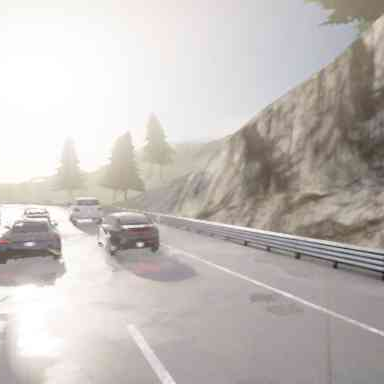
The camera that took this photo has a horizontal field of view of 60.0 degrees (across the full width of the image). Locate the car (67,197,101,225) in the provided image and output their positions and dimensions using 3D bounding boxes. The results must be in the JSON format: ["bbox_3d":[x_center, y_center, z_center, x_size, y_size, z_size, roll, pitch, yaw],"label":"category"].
[{"bbox_3d":[-8.581,1.450,26.530,2.150,2.045,5.566,-1,0,-25],"label":"car"}]

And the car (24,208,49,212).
[{"bbox_3d":[-11.965,1.869,25.522,1.895,1.301,4.718,-1,0,-25],"label":"car"}]

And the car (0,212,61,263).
[{"bbox_3d":[-6.124,1.699,12.752,1.994,1.385,4.181,-1,0,-24],"label":"car"}]

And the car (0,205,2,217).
[{"bbox_3d":[-14.966,1.524,23.664,2.150,2.045,5.566,-1,0,-25],"label":"car"}]

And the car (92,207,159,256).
[{"bbox_3d":[-2.800,1.600,13.889,1.837,1.490,4.892,-1,0,-24],"label":"car"}]
